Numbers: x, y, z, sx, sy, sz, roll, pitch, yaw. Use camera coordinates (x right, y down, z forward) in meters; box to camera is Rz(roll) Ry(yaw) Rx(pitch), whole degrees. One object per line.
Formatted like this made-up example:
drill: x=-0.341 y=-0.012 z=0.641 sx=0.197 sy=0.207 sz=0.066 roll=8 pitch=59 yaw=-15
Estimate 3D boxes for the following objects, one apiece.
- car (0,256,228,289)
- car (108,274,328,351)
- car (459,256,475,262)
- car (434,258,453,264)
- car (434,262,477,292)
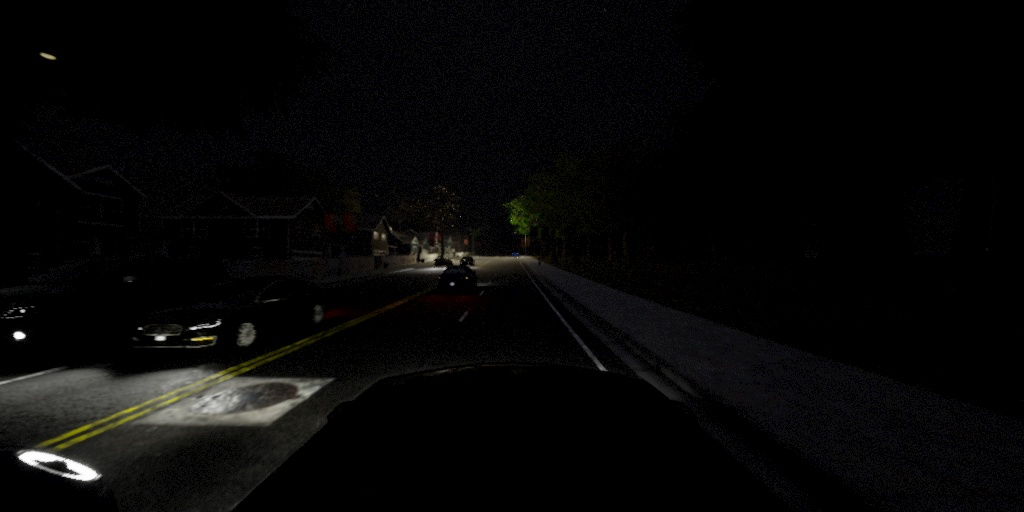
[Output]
car: x=-9.851 y=1.011 z=9.026 sx=2.150 sy=2.045 sz=5.566 roll=0 pitch=0 yaw=0
car: x=-6.600 y=1.295 z=9.157 sx=1.837 sy=1.490 sz=4.892 roll=0 pitch=0 yaw=0
car: x=-6.565 y=0.822 z=52.527 sx=1.837 sy=1.490 sz=4.892 roll=0 pitch=1 yaw=0
car: x=-9.816 y=0.933 z=51.503 sx=1.895 sy=1.301 sz=4.718 roll=0 pitch=1 yaw=0
car: x=-3.149 y=1.270 z=21.208 sx=1.812 sy=1.442 sz=4.674 roll=0 pitch=1 yaw=0
